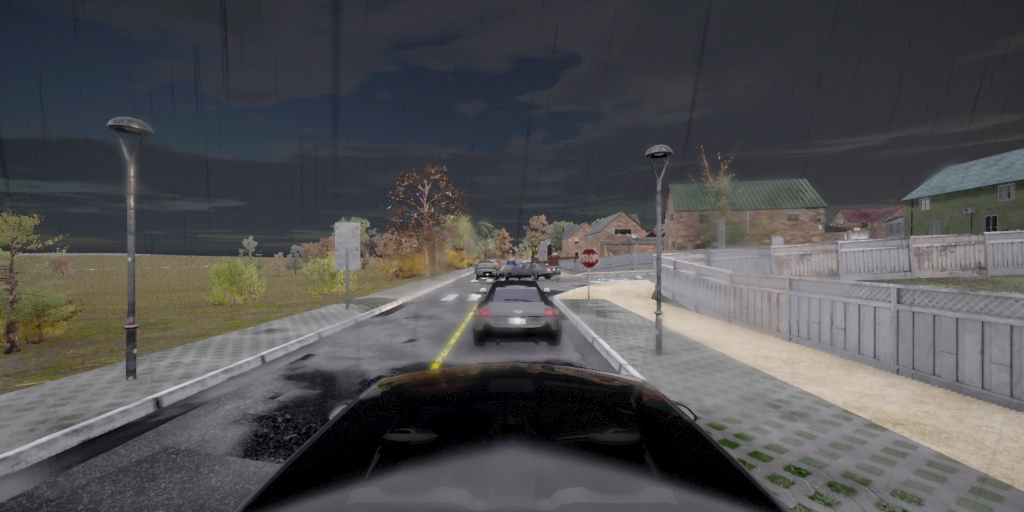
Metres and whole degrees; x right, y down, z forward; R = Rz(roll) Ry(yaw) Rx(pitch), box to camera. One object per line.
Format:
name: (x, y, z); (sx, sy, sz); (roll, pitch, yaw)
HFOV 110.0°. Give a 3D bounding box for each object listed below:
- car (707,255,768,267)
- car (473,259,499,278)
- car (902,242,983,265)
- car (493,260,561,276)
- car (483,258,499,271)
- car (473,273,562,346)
car: (14.344, 0.413, 22.801); (4.181, 1.385, 1.994); (-3, 0, 16)
car: (-2.312, 1.258, 31.302); (1.837, 1.490, 4.892); (0, 0, -8)
car: (23.850, -0.208, 20.399); (4.902, 1.511, 2.128); (-3, 0, 14)
car: (1.282, 1.198, 28.398); (5.357, 1.411, 2.033); (-4, -3, 43)
car: (-2.949, 1.121, 51.119); (2.097, 1.767, 4.553); (0, 0, 1)
car: (0.086, 1.313, 9.381); (1.994, 1.385, 4.181); (0, 0, -1)
